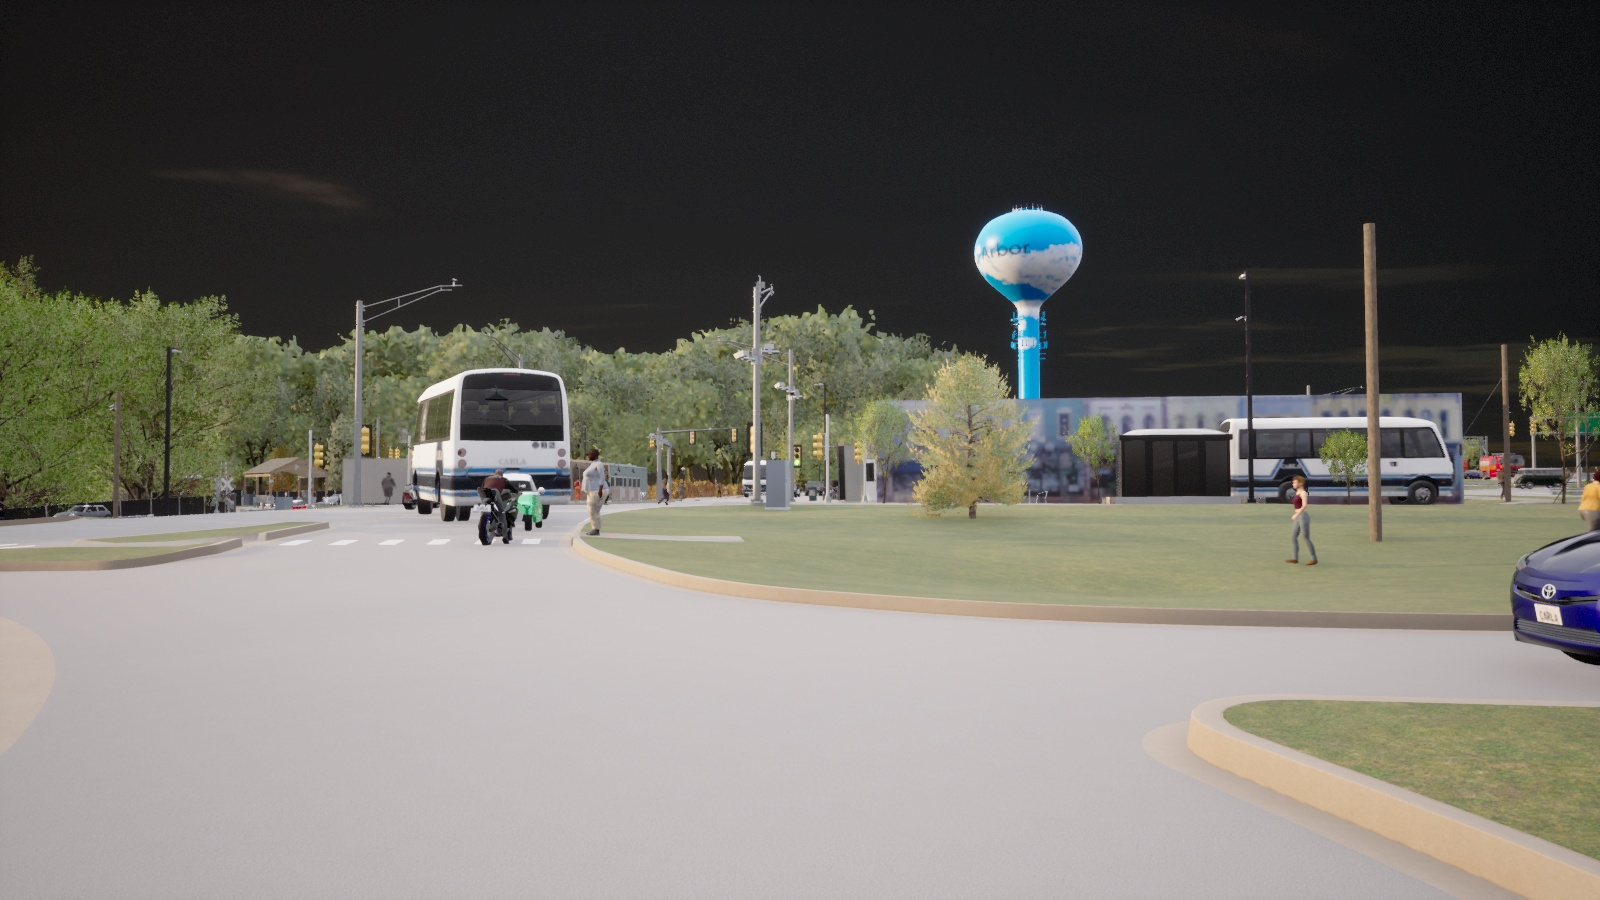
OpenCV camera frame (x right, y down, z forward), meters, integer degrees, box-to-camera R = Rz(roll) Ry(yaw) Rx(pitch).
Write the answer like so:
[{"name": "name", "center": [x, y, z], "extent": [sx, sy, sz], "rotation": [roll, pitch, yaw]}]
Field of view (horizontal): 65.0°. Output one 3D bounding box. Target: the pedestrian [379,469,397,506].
[{"name": "pedestrian", "center": [-21.840, 1.991, 66.634], "extent": [0.659, 1.952, 0.873], "rotation": [0, -3, -1]}]

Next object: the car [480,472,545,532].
[{"name": "car", "center": [-7.038, 1.252, 30.900], "extent": [1.481, 1.376, 2.207], "rotation": [0, -1, -11]}]

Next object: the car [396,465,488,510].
[{"name": "car", "center": [-13.710, 1.435, 48.391], "extent": [2.033, 1.649, 4.856], "rotation": [0, -2, 2]}]

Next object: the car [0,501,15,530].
[{"name": "car", "center": [-52.345, 4.215, 79.885], "extent": [1.905, 1.878, 3.866], "rotation": [-1, -1, 14]}]

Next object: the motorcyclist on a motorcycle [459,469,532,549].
[{"name": "motorcyclist on a motorcycle", "center": [-6.116, 1.153, 25.371], "extent": [0.866, 1.530, 2.191], "rotation": [0, -1, 2]}]

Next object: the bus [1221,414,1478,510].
[{"name": "bus", "center": [25.449, 0.647, 58.780], "extent": [10.273, 4.253, 3.944], "rotation": [-1, -3, 8]}]

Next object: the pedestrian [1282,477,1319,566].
[{"name": "pedestrian", "center": [10.408, 1.477, 26.124], "extent": [0.594, 1.836, 0.345], "rotation": [0, -3, 2]}]

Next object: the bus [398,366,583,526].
[{"name": "bus", "center": [-9.870, -0.054, 38.898], "extent": [3.944, 4.253, 10.273], "rotation": [0, -1, -23]}]

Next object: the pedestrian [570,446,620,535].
[{"name": "pedestrian", "center": [-4.340, 0.867, 26.588], "extent": [0.900, 1.855, 0.874], "rotation": [1, -3, -19]}]

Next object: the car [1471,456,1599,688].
[{"name": "car", "center": [7.531, 0.823, 8.827], "extent": [4.514, 1.525, 2.007], "rotation": [0, -2, 2]}]

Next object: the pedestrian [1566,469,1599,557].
[{"name": "pedestrian", "center": [17.189, 1.346, 27.019], "extent": [0.900, 1.855, 0.874], "rotation": [0, -3, 7]}]
